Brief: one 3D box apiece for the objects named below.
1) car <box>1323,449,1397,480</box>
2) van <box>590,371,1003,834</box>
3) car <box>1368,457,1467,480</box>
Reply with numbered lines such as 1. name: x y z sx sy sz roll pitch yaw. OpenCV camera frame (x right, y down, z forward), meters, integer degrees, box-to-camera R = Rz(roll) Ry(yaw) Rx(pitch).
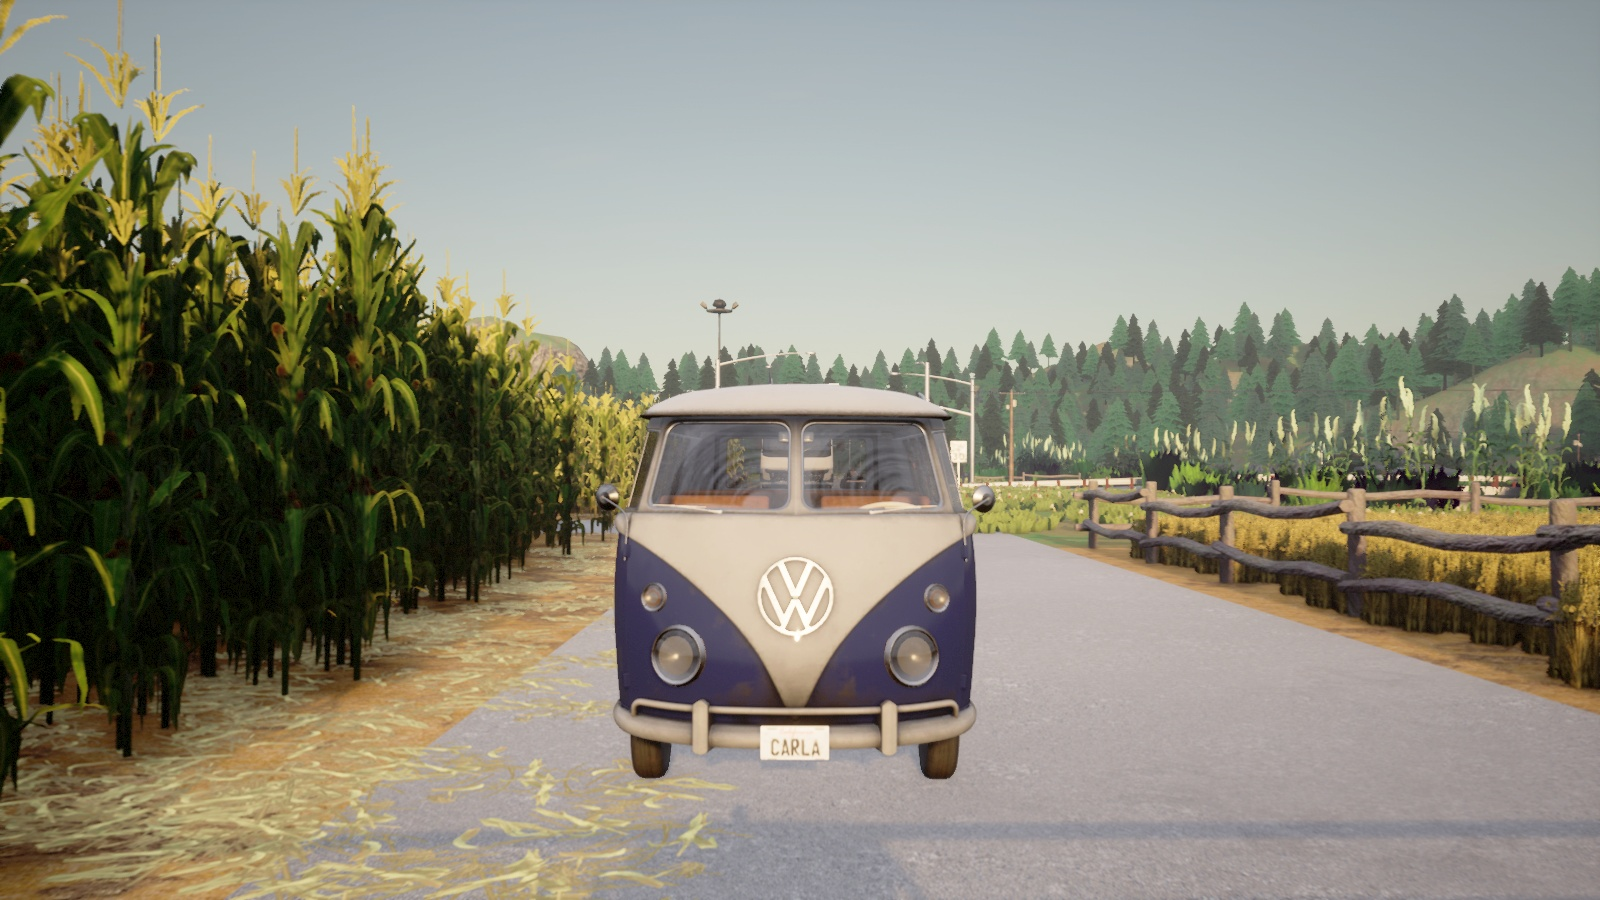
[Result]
1. car: 35.083 0.911 78.753 3.866 1.878 1.905 0 -1 7
2. van: -0.020 0.674 7.639 1.775 1.987 4.442 0 0 0
3. car: 40.077 1.221 81.613 5.357 1.411 2.033 1 -1 8
